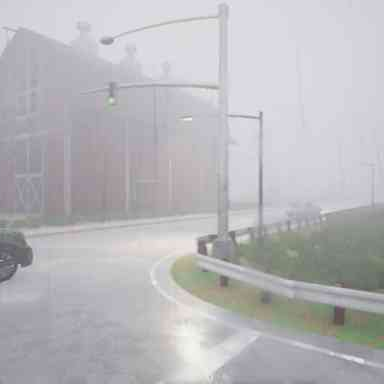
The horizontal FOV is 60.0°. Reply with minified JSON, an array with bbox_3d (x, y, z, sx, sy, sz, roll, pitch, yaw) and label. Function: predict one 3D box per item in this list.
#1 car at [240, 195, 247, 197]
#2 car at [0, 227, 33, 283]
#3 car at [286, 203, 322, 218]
[{"bbox_3d":[13.684,1.423,88.585,1.784,1.438,3.905,0,0,36],"label":"car"},{"bbox_3d":[-6.533,1.286,7.291,2.150,2.045,5.566,0,0,37],"label":"car"},{"bbox_3d":[10.053,1.601,29.590,1.895,1.301,4.718,0,0,37],"label":"car"}]
